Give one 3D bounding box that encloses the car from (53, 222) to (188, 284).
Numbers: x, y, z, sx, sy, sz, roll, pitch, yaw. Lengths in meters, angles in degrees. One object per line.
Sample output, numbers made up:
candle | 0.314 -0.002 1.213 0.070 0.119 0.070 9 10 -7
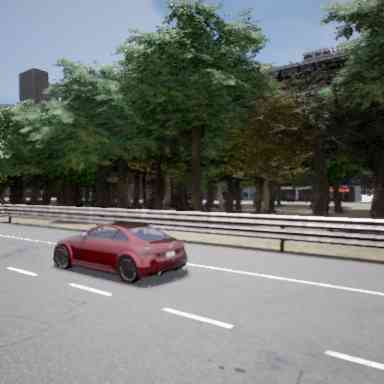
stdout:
car | -2.185 1.574 9.734 4.181 1.385 1.994 0 0 36
